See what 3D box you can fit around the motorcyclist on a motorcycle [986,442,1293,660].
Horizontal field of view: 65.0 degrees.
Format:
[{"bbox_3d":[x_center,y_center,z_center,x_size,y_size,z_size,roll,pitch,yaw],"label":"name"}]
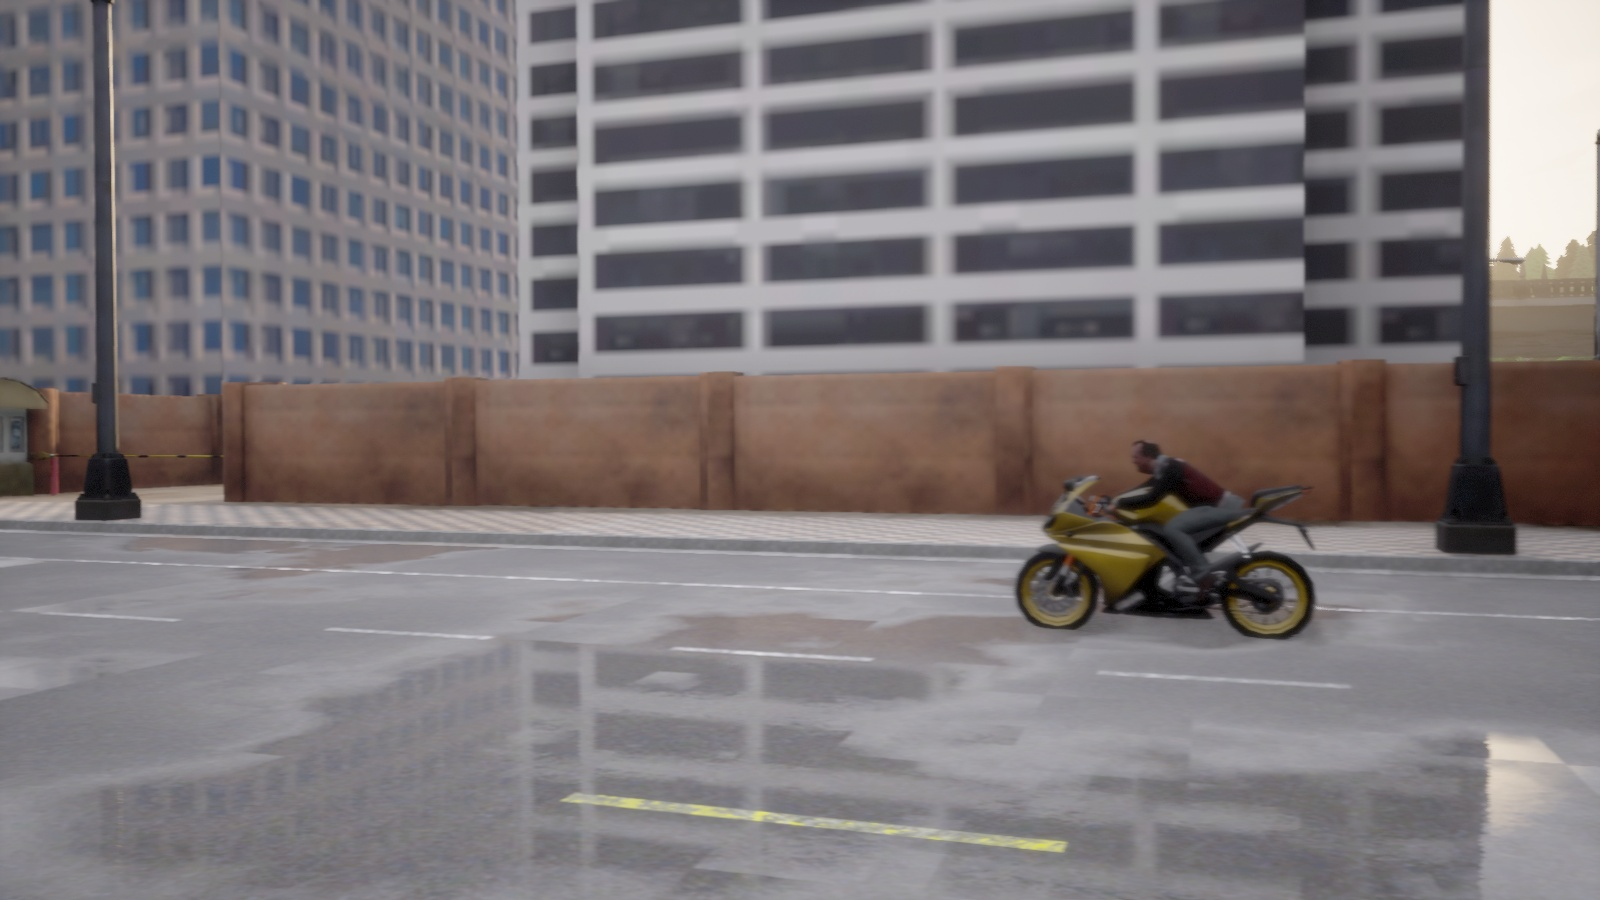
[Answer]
[{"bbox_3d":[2.606,0.716,9.702,2.191,1.530,0.866,1,1,19],"label":"motorcyclist on a motorcycle"}]
